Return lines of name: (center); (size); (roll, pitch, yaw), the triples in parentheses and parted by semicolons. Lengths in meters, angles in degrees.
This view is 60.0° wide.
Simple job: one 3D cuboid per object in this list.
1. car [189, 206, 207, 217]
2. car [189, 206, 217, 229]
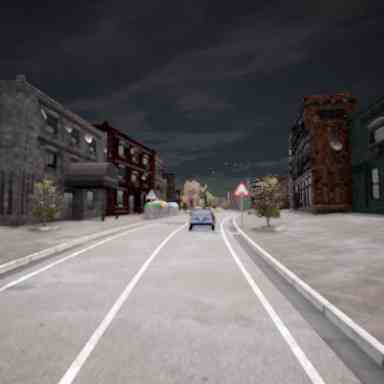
car: (0.903, 2.789, 47.688); (1.812, 1.442, 4.674); (-1, -2, 12)
car: (0.848, 1.946, 24.656); (2.033, 1.411, 5.357); (0, -2, 5)
